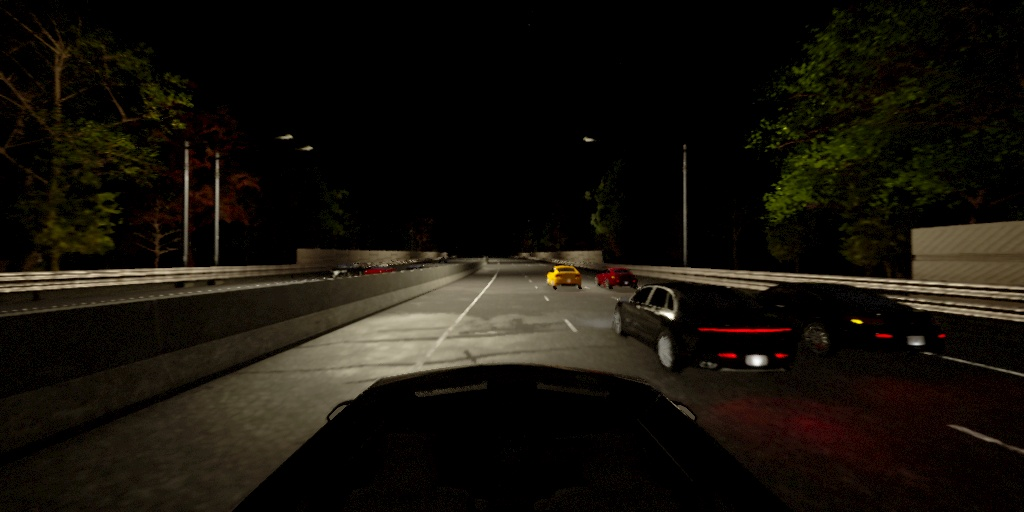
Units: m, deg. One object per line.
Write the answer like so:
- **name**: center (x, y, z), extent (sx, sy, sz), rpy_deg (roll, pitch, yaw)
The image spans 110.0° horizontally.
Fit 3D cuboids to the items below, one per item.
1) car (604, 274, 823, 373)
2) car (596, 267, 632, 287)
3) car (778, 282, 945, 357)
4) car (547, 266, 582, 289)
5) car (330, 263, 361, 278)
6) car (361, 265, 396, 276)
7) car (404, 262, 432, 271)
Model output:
- **car**: center (3.600, 1.310, 7.705), extent (1.837, 1.490, 4.892), rpy_deg (0, -1, 0)
- **car**: center (7.071, 1.485, 24.537), extent (1.812, 1.442, 4.674), rpy_deg (0, -1, 0)
- **car**: center (7.101, 1.340, 8.603), extent (1.812, 1.442, 4.674), rpy_deg (0, -1, 0)
- **car**: center (3.567, 1.442, 25.053), extent (1.882, 1.535, 5.008), rpy_deg (0, -1, 0)
- **car**: center (-17.739, 1.561, 38.614), extent (2.128, 1.511, 4.902), rpy_deg (0, 0, -1)
- **car**: center (-14.242, 1.672, 38.906), extent (1.895, 1.301, 4.718), rpy_deg (0, 0, -1)
- **car**: center (-10.758, 1.643, 40.324), extent (1.994, 1.385, 4.181), rpy_deg (0, 0, -1)
